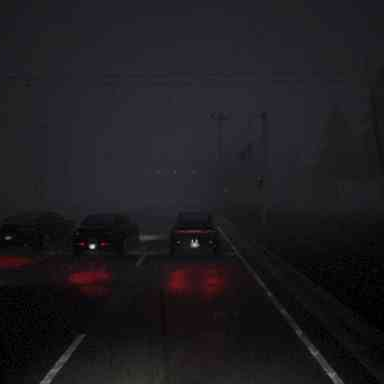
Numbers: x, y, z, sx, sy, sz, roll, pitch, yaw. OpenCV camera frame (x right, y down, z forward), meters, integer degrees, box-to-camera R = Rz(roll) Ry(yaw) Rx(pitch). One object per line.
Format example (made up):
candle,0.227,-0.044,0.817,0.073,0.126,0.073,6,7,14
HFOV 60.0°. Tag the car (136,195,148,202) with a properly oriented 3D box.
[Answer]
car,-13.997,1.959,91.145,2.097,1.767,4.553,0,0,0

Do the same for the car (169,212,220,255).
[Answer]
car,0.098,1.585,13.744,2.128,1.511,4.902,0,0,0

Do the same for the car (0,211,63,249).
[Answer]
car,-6.902,1.578,15.019,1.882,1.535,5.008,0,0,0

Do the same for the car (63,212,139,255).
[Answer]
car,-3.402,1.599,13.793,1.837,1.490,4.892,0,0,0

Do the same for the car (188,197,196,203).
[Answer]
car,0.002,2.128,90.938,2.128,1.511,4.902,0,0,0

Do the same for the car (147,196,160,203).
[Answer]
car,-10.497,2.199,91.126,1.895,1.301,4.718,0,0,0

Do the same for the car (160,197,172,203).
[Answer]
car,-6.997,2.199,91.048,1.895,1.301,4.718,0,0,0

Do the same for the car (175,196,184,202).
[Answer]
car,-3.497,2.199,91.020,1.895,1.301,4.718,0,0,0
